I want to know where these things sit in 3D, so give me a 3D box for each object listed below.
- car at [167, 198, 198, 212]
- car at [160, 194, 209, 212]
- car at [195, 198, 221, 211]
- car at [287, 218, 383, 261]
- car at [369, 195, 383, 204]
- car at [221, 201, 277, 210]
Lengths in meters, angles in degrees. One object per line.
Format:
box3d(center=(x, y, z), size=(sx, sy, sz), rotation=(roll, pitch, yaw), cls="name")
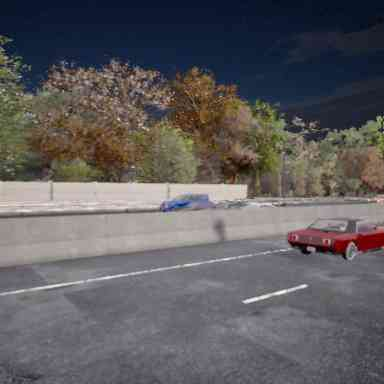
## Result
box3d(center=(0.750, 1.554, 30.303), size=(5.357, 1.411, 2.033), rotation=(0, 0, -35), cls="car")
box3d(center=(-0.539, 1.230, 33.678), size=(5.566, 2.045, 2.150), rotation=(0, 0, -35), cls="car")
box3d(center=(3.009, 1.508, 27.613), size=(4.892, 1.490, 1.837), rotation=(0, 0, -35), cls="car")
box3d(center=(5.750, 1.597, 12.265), size=(4.718, 1.301, 1.895), rotation=(0, 0, -35), cls="car")
box3d(center=(32.201, 1.330, 56.849), size=(4.553, 1.767, 2.097), rotation=(0, 0, -35), cls="car")
box3d(center=(4.694, 1.526, 24.518), size=(4.674, 1.442, 1.812), rotation=(0, 0, -35), cls="car")
